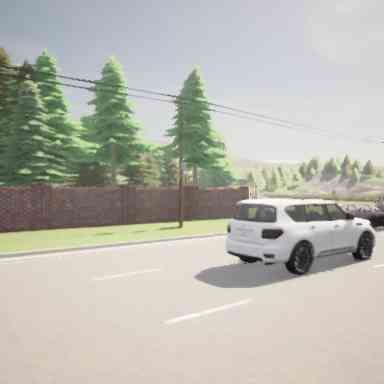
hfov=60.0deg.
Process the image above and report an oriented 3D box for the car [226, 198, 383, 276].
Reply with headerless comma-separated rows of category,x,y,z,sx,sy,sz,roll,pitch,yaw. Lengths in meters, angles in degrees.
car,3.599,1.218,10.626,5.566,2.045,2.150,-1,0,-35
